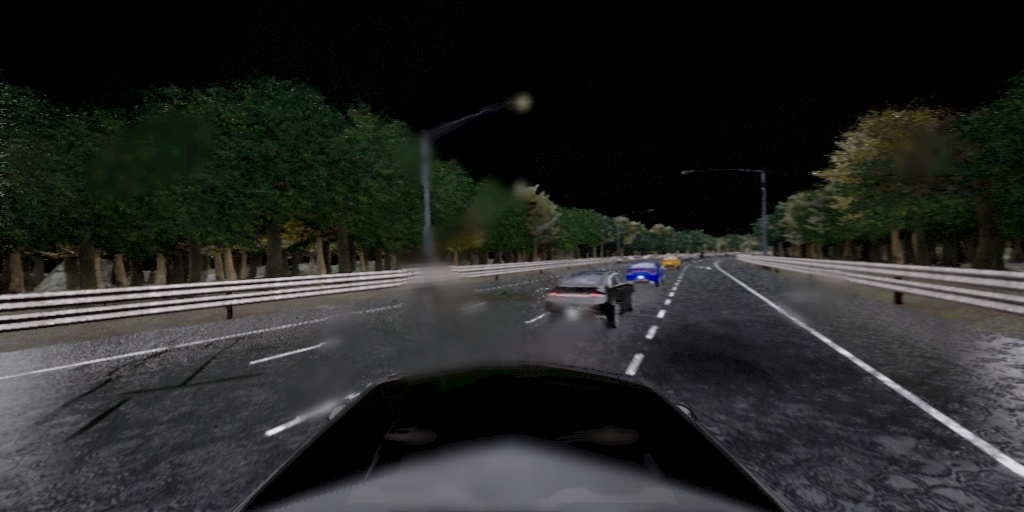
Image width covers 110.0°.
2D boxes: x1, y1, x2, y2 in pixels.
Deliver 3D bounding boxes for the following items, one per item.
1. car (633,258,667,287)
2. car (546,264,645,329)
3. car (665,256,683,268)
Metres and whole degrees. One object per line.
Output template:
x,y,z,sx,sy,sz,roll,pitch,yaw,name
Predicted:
8.508,1.059,22.803,1.882,1.535,5.008,-2,0,27,car
2.616,1.191,11.173,2.128,1.511,4.902,-2,0,27,car
21.011,0.774,47.304,1.882,1.535,5.008,-2,0,28,car
